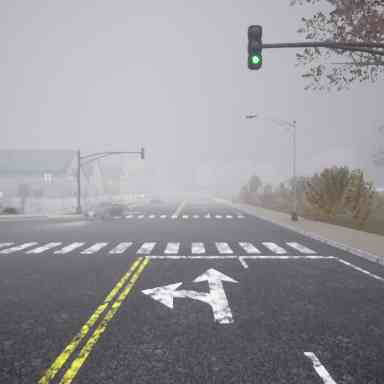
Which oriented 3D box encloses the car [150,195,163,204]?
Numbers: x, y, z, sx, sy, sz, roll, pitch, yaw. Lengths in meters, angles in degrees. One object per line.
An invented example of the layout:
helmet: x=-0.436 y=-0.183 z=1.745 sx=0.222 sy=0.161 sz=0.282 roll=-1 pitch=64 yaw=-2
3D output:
car: x=-6.470 y=1.288 z=61.182 sx=2.097 sy=1.767 sz=4.553 roll=0 pitch=0 yaw=0

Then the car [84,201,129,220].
car: x=-7.134 y=1.529 z=28.223 sx=2.128 sy=1.511 sz=4.902 roll=1 pitch=1 yaw=17
